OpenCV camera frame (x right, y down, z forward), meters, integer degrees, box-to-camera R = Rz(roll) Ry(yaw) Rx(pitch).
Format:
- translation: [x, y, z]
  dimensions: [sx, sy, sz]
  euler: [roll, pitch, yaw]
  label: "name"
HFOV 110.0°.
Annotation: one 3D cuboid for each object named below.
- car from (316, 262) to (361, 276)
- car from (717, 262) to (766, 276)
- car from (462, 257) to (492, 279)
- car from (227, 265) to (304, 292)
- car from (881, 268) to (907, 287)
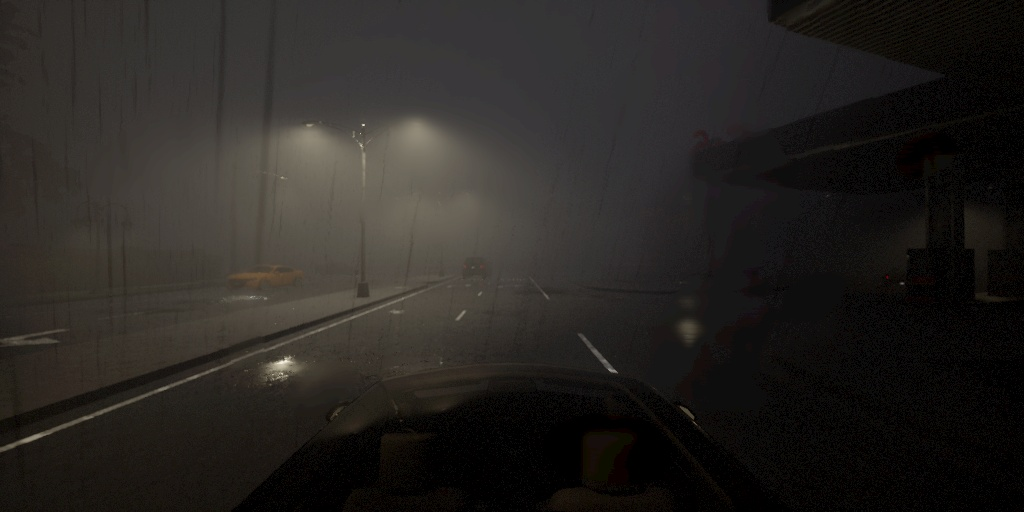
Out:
- translation: [-19.184, 1.399, 40.036]
  dimensions: [5.008, 1.535, 1.882]
  euler: [0, 0, 0]
  label: "car"
- translation: [25.494, 1.411, 39.851]
  dimensions: [4.902, 1.511, 2.128]
  euler: [0, 0, 1]
  label: "car"
- translation: [-3.266, 1.118, 34.208]
  dimensions: [2.150, 2.045, 5.566]
  euler: [0, 0, 3]
  label: "car"
- translation: [-15.038, 1.319, 22.184]
  dimensions: [1.882, 1.535, 5.008]
  euler: [0, 0, 1]
  label: "car"
- translation: [26.628, 1.449, 23.923]
  dimensions: [4.718, 1.301, 1.895]
  euler: [0, 0, -32]
  label: "car"
